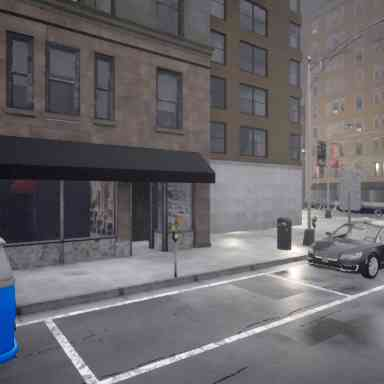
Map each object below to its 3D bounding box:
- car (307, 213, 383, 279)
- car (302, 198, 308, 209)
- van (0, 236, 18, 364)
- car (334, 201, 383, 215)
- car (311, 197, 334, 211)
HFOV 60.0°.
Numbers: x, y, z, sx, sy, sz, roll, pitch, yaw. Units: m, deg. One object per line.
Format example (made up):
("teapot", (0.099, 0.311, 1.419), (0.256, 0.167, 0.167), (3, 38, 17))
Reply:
("car", (5.252, 1.551, 9.951), (4.403, 1.369, 2.008), (0, 0, -36))
("car", (10.514, 1.432, 38.895), (2.033, 1.411, 5.357), (0, 0, -36))
("van", (-3.958, 1.341, 3.364), (3.998, 1.788, 1.690), (0, 0, -36))
("car", (16.193, 1.531, 31.028), (1.895, 1.301, 4.718), (0, 0, -36))
("car", (14.394, 1.385, 39.418), (2.128, 1.511, 4.902), (0, 0, -36))
